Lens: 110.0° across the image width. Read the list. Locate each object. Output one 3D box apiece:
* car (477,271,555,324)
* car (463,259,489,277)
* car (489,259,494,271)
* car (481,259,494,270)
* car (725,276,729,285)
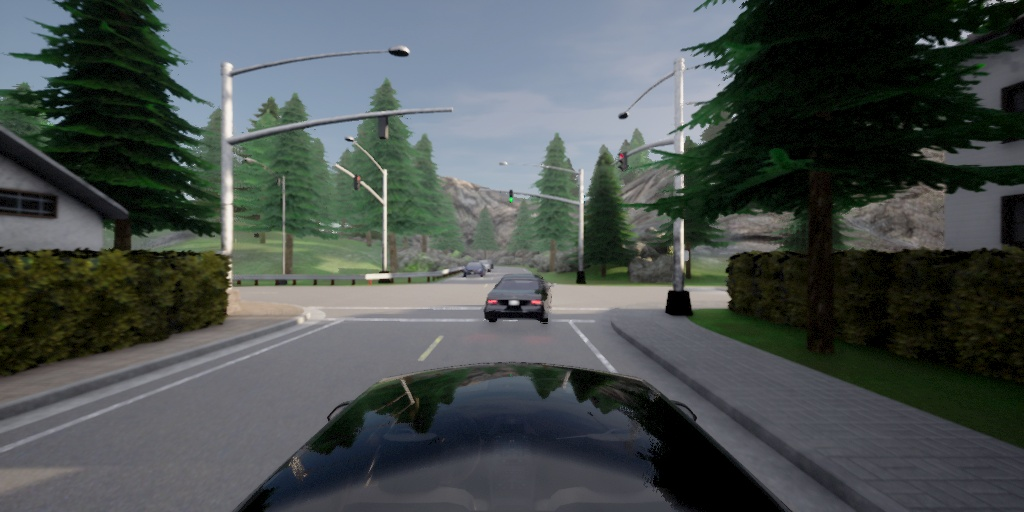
[{"bbox_3d":[0.393,1.292,12.051,2.033,1.411,5.357,0,0,8],"label":"car"},{"bbox_3d":[-3.595,1.261,34.751,1.812,1.442,4.674,0,0,0],"label":"car"},{"bbox_3d":[-3.596,1.257,44.768,1.812,1.442,4.674,0,0,0],"label":"car"},{"bbox_3d":[-3.795,1.204,54.810,1.882,1.535,5.008,0,0,-4],"label":"car"},{"bbox_3d":[15.001,1.252,20.895,4.674,1.442,1.812,0,0,0],"label":"car"}]
